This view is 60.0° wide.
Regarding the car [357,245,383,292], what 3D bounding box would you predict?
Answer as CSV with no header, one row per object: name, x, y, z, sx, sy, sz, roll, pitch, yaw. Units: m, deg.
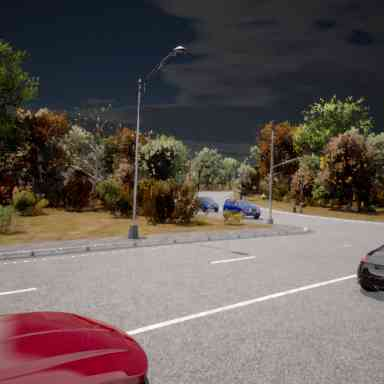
car,5.815,1.666,7.949,4.181,1.385,1.994,1,-1,-35

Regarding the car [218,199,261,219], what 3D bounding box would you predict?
car,5.447,1.849,37.170,2.150,2.045,5.566,3,-1,-22

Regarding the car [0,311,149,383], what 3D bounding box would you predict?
car,-2.610,1.478,1.881,5.008,1.535,1.882,0,0,-36

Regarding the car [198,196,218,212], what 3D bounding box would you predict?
car,1.942,1.697,46.767,2.150,2.045,5.566,3,0,-18
